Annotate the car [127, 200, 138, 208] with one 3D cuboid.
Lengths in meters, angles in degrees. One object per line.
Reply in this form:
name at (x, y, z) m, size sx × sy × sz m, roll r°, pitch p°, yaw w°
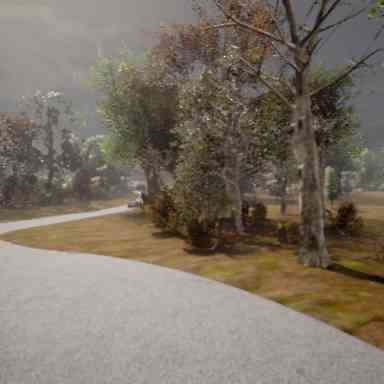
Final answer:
car at (-11.130, 2.307, 64.244) m, size 1.994 × 1.385 × 4.181 m, roll -3°, pitch 1°, yaw 3°
